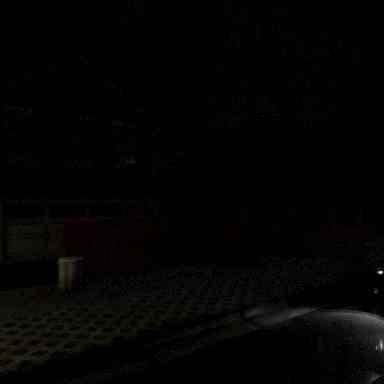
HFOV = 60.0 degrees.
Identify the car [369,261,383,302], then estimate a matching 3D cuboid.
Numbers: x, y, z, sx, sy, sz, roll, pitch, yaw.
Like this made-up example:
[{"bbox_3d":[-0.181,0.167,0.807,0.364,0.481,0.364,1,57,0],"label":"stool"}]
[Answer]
[{"bbox_3d":[5.508,1.563,6.866,4.181,1.385,1.994,0,0,-35],"label":"car"}]
